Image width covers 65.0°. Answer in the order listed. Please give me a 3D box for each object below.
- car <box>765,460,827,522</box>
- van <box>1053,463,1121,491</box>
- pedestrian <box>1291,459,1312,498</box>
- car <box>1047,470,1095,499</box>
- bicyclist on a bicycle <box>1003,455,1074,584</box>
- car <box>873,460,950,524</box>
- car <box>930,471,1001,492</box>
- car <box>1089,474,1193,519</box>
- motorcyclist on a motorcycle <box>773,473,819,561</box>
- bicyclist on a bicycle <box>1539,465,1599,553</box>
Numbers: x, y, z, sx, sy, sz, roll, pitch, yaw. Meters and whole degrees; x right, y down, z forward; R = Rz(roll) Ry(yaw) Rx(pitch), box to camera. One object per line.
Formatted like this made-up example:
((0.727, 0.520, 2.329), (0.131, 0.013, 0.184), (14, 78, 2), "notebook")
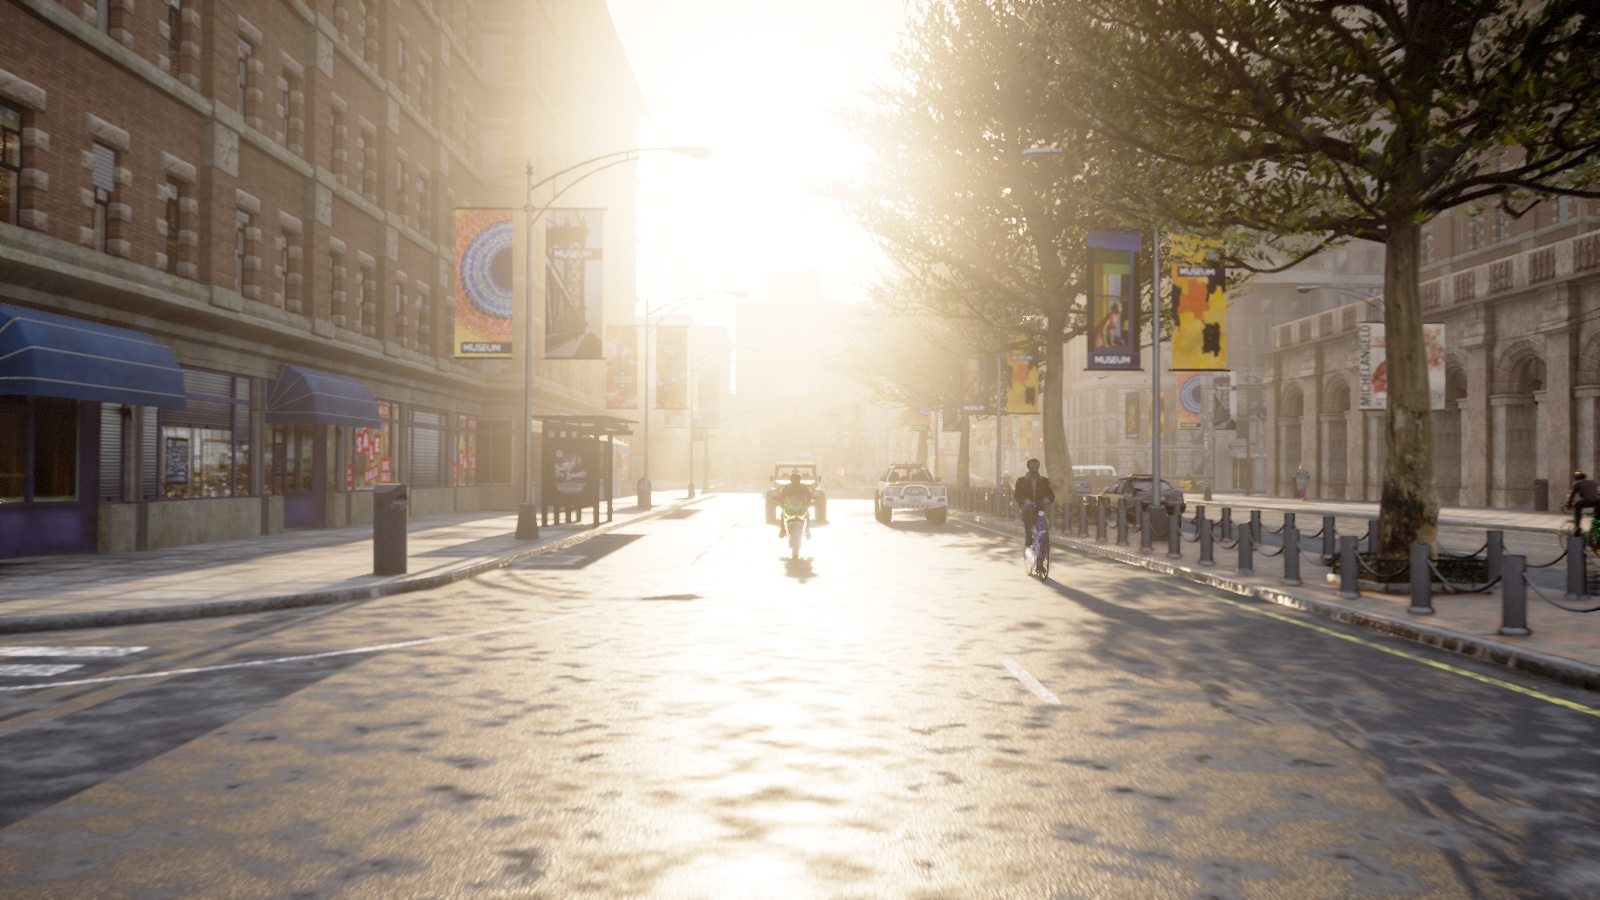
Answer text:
((-0.125, 1.287, 40.485), (1.905, 1.878, 3.866), (0, -1, 0), "car")
((21.317, 2.014, 93.397), (4.480, 2.038, 2.069), (0, -1, -11), "van")
((24.831, 1.412, 62.209), (0.659, 1.952, 0.873), (0, -1, 0), "pedestrian")
((14.774, 1.880, 68.596), (1.789, 1.549, 3.705), (0, -1, 0), "car")
((3.442, 0.976, 18.257), (0.659, 1.776, 1.843), (0, -1, 0), "bicyclist on a bicycle")
((3.380, 1.266, 38.819), (1.932, 1.855, 4.605), (0, -1, 0), "car")
((12.330, 2.328, 93.517), (4.792, 1.488, 2.163), (-1, -1, 37), "car")
((11.370, 1.523, 42.271), (2.033, 1.411, 5.357), (0, -1, 0), "car")
((-0.071, 1.177, 22.763), (0.797, 1.523, 2.044), (0, -1, 0), "motorcyclist on a motorcycle")
((14.925, 1.109, 24.012), (0.582, 1.620, 1.656), (0, -1, 0), "bicyclist on a bicycle")
